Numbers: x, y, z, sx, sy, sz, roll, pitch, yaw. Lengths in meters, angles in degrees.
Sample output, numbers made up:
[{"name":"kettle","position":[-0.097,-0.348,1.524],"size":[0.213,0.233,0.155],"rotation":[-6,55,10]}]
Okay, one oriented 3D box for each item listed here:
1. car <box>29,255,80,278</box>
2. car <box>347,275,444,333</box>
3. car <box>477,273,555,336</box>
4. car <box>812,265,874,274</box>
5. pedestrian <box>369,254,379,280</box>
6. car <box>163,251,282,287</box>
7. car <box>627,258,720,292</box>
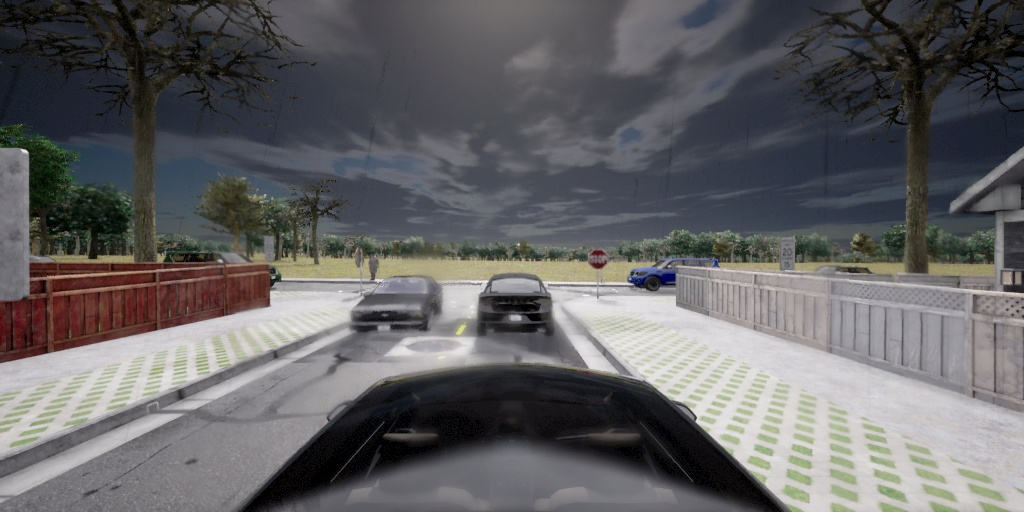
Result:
[{"name":"car","position":[-25.741,0.737,19.129],"size":[4.553,1.767,2.097],"rotation":[1,0,-1]},{"name":"car","position":[-3.197,1.296,11.024],"size":[2.033,1.411,5.357],"rotation":[0,0,-5]},{"name":"car","position":[0.087,1.226,10.420],"size":[1.882,1.535,5.008],"rotation":[0,0,0]},{"name":"car","position":[20.138,1.395,22.450],"size":[4.553,1.767,2.097],"rotation":[1,0,-1]},{"name":"pedestrian","position":[-9.732,0.748,25.115],"size":[0.375,1.860,0.375],"rotation":[0,-1,0]},{"name":"car","position":[-15.546,0.765,19.206],"size":[5.566,2.045,2.150],"rotation":[1,0,0]},{"name":"car","position":[10.149,1.124,22.373],"size":[5.566,2.045,2.150],"rotation":[1,0,0]}]
